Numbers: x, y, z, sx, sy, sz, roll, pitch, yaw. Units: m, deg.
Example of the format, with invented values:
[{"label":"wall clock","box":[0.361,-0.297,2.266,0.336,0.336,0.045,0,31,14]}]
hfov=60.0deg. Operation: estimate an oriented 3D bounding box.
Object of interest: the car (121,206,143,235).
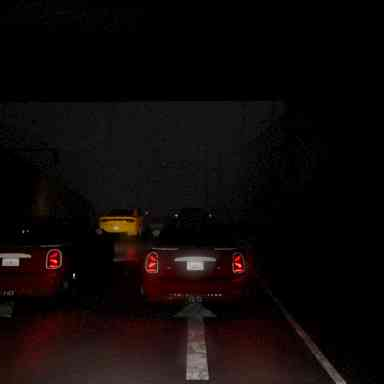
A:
[{"label":"car","box":[-3.431,1.478,17.529,1.882,1.535,5.008,0,0,0]}]

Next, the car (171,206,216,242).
[{"label":"car","box":[0.070,1.547,17.639,2.033,1.411,5.357,0,0,0]}]

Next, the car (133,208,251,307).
[{"label":"car","box":[0.067,1.352,8.113,2.097,1.767,4.553,0,0,0]}]

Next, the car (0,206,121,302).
[{"label":"car","box":[-3.428,1.352,8.440,2.097,1.767,4.553,0,0,0]}]
